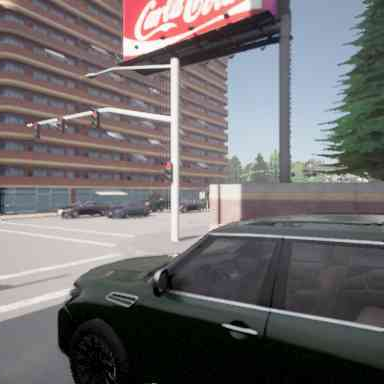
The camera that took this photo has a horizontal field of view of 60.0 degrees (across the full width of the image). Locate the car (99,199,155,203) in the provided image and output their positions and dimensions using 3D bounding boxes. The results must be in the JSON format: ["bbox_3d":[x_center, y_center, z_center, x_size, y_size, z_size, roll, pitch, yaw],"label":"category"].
[{"bbox_3d":[-5.649,1.587,29.284,1.994,1.385,4.181,0,0,35],"label":"car"}]

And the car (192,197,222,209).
[{"bbox_3d":[2.175,1.531,46.423,1.837,1.490,4.892,0,0,35],"label":"car"}]

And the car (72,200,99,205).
[{"bbox_3d":[-9.608,1.518,29.742,2.128,1.511,4.902,0,0,35],"label":"car"}]

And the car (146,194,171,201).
[{"bbox_3d":[-3.798,1.248,37.977,2.150,2.045,5.566,0,0,35],"label":"car"}]

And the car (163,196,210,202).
[{"bbox_3d":[-0.551,1.514,36.508,2.128,1.511,4.902,0,0,35],"label":"car"}]

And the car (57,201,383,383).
[{"bbox_3d":[1.042,1.222,3.250,5.566,2.045,2.150,0,0,36],"label":"car"}]
